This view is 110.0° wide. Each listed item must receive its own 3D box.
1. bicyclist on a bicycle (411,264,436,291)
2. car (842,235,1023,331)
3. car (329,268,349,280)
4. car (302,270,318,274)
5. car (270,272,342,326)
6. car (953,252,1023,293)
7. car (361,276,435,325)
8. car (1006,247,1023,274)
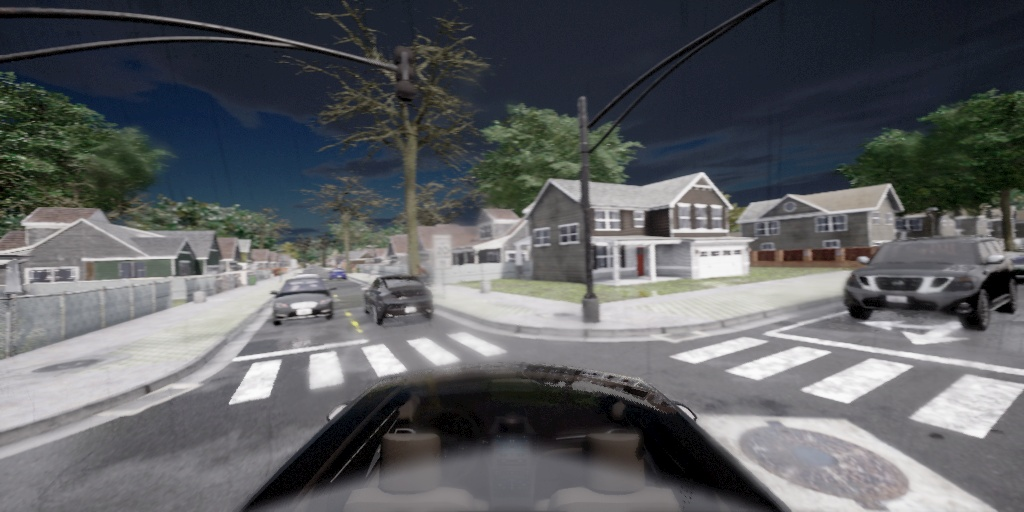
[{"bbox_3d":[-5.236,1.305,20.925,1.656,1.620,0.582,-3,0,-29],"label":"bicyclist on a bicycle"},{"bbox_3d":[10.963,0.524,9.344,5.566,2.045,2.150,-2,0,-29],"label":"car"},{"bbox_3d":[-21.195,2.228,43.637,1.812,1.442,4.674,-2,0,-29],"label":"car"},{"bbox_3d":[-12.399,1.828,21.772,1.812,1.442,4.674,-2,0,-29],"label":"car"},{"bbox_3d":[-7.953,1.597,13.782,2.128,1.511,4.902,-2,0,-29],"label":"car"},{"bbox_3d":[19.562,0.550,14.156,4.718,1.301,1.895,-2,0,-29],"label":"car"},{"bbox_3d":[-4.251,1.456,13.105,1.837,1.490,4.892,-2,0,-28],"label":"car"},{"bbox_3d":[28.487,0.183,19.128,4.718,1.301,1.895,-2,0,-29],"label":"car"}]
